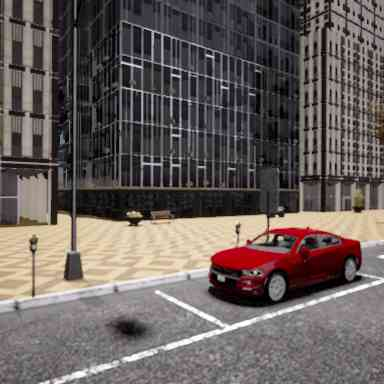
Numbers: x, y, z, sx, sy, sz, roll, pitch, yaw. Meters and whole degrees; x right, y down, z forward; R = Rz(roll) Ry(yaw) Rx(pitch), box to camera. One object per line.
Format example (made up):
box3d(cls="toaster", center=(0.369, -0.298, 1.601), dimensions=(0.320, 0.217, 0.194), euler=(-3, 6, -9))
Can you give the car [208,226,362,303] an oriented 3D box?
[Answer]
box3d(cls="car", center=(2.446, 1.585, 8.290), dimensions=(4.507, 1.381, 1.887), euler=(0, 0, -35))
